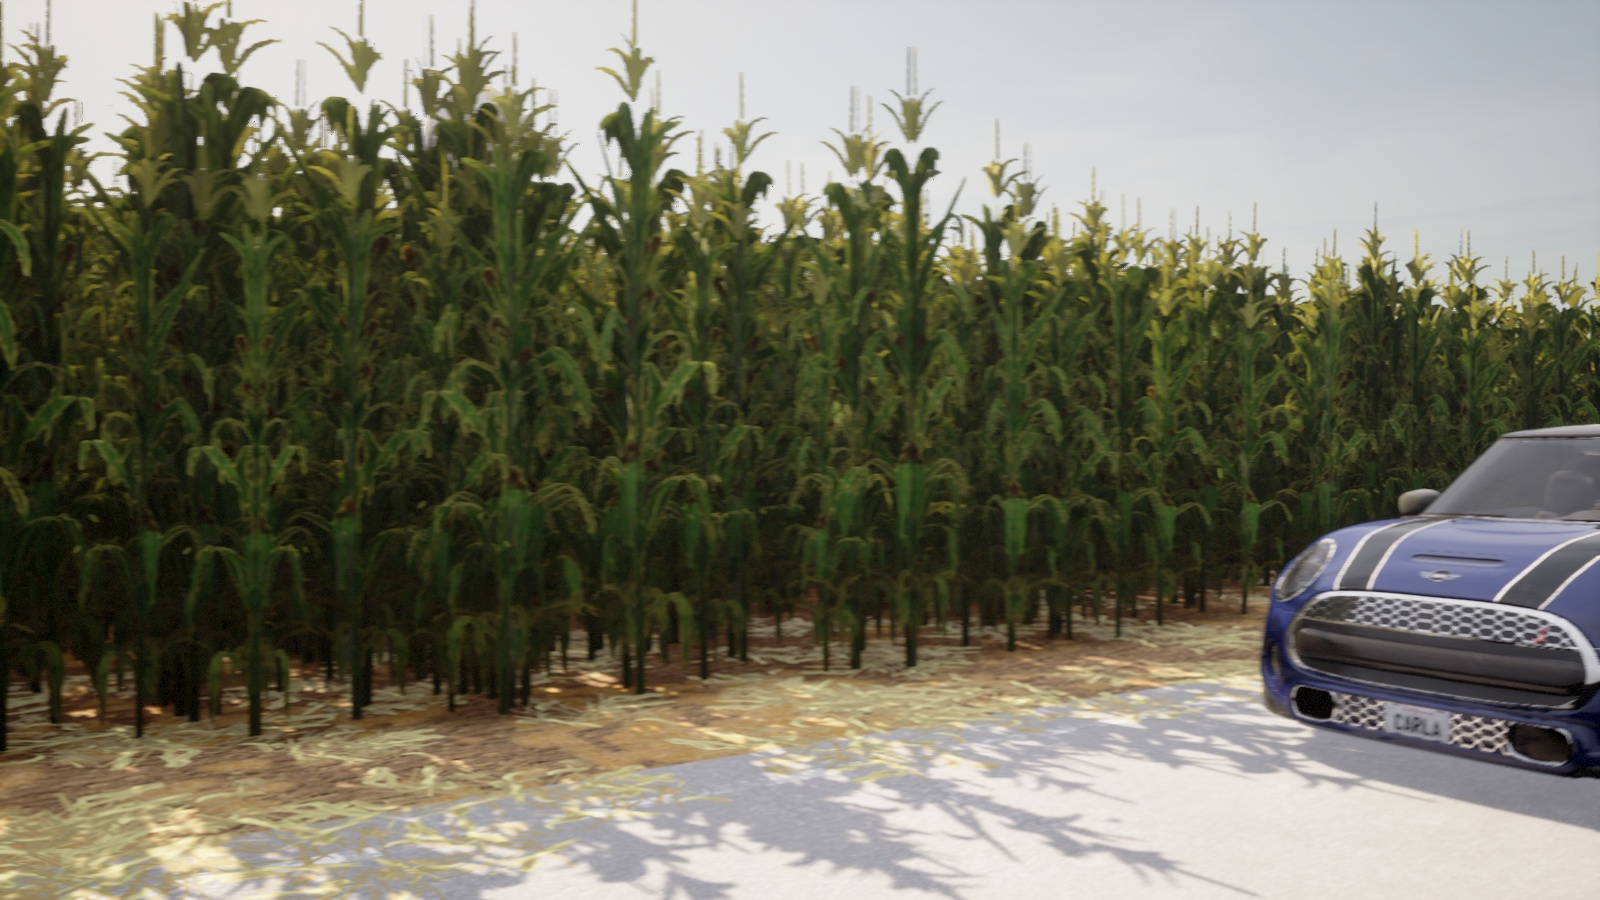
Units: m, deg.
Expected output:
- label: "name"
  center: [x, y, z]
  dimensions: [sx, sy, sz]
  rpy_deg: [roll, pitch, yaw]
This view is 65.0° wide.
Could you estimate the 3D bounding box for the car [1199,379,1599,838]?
- label: "car"
  center: [4.489, 0.611, 6.793]
  dimensions: [4.553, 1.767, 2.097]
  rpy_deg: [0, 0, -35]
